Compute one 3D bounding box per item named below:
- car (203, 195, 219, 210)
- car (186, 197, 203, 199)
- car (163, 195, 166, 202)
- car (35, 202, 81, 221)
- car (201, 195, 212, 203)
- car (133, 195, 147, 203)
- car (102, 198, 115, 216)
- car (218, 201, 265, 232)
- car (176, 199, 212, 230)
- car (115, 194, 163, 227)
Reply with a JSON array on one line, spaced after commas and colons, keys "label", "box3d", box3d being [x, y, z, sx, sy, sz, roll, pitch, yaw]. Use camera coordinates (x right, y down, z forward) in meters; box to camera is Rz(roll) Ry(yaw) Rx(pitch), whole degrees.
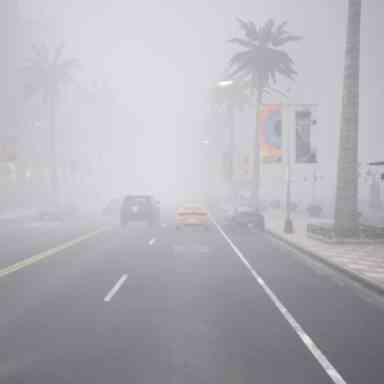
[{"label": "car", "box3d": [2.903, 1.309, 49.049, 2.185, 1.767, 4.553, 0, 0, 0]}, {"label": "car", "box3d": [-0.056, 1.445, 39.750, 1.882, 1.535, 5.008, 0, 0, 0]}, {"label": "car", "box3d": [-7.053, 1.259, 73.464, 2.097, 1.767, 4.553, 0, 0, 0]}, {"label": "car", "box3d": [-10.704, 1.542, 27.095, 2.033, 1.411, 5.357, 0, 0, 0]}, {"label": "car", "box3d": [3.122, 1.449, 70.979, 2.161, 1.482, 4.786, 0, 0, 0]}, {"label": "car", "box3d": [-10.588, 1.479, 68.167, 2.128, 1.511, 4.902, 0, 0, 0]}, {"label": "car", "box3d": [-7.220, 1.337, 32.309, 2.097, 1.767, 4.553, 0, 0, 0]}, {"label": "car", "box3d": [3.012, 1.460, 19.674, 2.231, 1.521, 4.892, 0, 0, 0]}, {"label": "car", "box3d": [0.014, 1.460, 21.162, 1.882, 1.535, 5.008, 0, 0, 0]}, {"label": "car", "box3d": [-3.489, 1.208, 23.085, 2.150, 2.045, 5.566, 0, 0, 0]}]
